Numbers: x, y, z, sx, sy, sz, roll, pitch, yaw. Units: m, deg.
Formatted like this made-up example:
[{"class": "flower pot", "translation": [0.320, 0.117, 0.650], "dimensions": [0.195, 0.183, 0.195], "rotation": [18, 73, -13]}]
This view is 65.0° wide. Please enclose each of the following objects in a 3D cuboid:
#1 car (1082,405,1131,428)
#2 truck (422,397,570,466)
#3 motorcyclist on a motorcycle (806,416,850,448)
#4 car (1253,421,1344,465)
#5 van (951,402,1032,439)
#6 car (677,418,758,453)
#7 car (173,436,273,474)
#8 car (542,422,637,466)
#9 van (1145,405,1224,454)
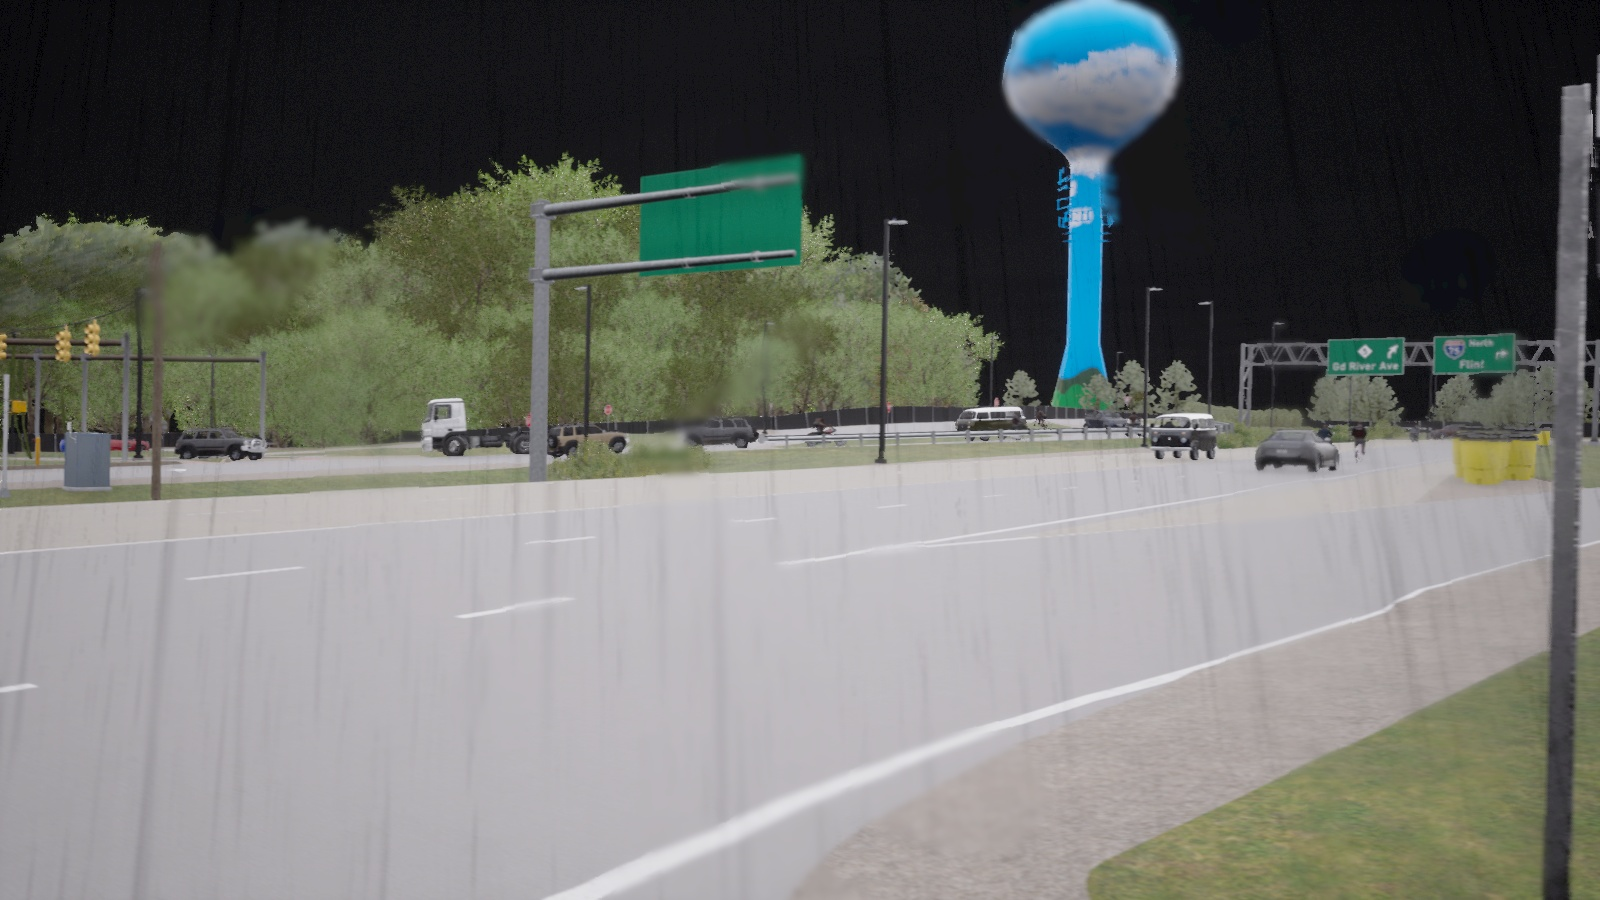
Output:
[{"class": "car", "translation": [21.337, -2.345, 87.534], "dimensions": [1.789, 1.549, 3.705], "rotation": [-2, 3, -15]}, {"class": "truck", "translation": [-17.693, -1.069, 73.046], "dimensions": [7.936, 3.462, 2.891], "rotation": [-4, 0, -19]}, {"class": "motorcyclist on a motorcycle", "translation": [1.577, -0.993, 70.273], "dimensions": [2.350, 1.649, 0.766], "rotation": [-2, 0, -1]}, {"class": "car", "translation": [16.839, -0.281, 42.305], "dimensions": [1.994, 1.385, 4.181], "rotation": [0, 2, 34]}, {"class": "van", "translation": [11.657, -1.782, 76.334], "dimensions": [4.480, 2.038, 2.069], "rotation": [-4, 2, -29]}, {"class": "car", "translation": [-4.819, -0.836, 73.740], "dimensions": [4.605, 1.855, 1.932], "rotation": [-2, 0, -2]}, {"class": "car", "translation": [-31.332, 0.269, 68.197], "dimensions": [4.605, 1.855, 1.932], "rotation": [-2, 0, 9]}, {"class": "car", "translation": [-11.422, -0.344, 68.291], "dimensions": [4.605, 1.855, 1.932], "rotation": [-7, 2, -39]}, {"class": "van", "translation": [16.820, -0.908, 54.819], "dimensions": [2.069, 2.038, 4.480], "rotation": [0, 2, 34]}]
